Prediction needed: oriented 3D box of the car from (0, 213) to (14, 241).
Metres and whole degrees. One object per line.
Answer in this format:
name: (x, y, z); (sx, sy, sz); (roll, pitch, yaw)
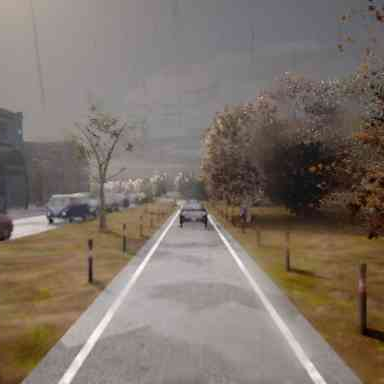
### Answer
car: (-9.052, 1.450, 13.469); (2.002, 1.452, 4.674); (0, 0, 0)

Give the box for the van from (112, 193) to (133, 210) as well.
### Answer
van: (-9.085, 1.215, 42.149); (1.878, 1.987, 4.442); (0, -1, -2)

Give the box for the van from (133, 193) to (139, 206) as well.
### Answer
van: (-9.249, 1.230, 52.100); (1.878, 1.987, 4.442); (0, -1, -2)

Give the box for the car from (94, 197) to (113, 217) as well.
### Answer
car: (-9.070, 1.419, 30.126); (2.231, 1.521, 4.892); (0, -1, -2)

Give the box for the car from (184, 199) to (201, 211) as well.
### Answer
car: (0.103, 1.580, 41.442); (1.994, 1.385, 4.181); (0, 0, 0)

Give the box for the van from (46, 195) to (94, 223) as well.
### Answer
van: (-9.069, 1.205, 24.441); (1.878, 1.987, 4.442); (0, 0, 2)

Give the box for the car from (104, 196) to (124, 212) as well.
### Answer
car: (-9.075, 1.459, 35.637); (2.163, 1.488, 4.792); (0, -1, -2)

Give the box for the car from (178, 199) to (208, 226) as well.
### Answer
car: (0.102, 1.475, 23.015); (2.128, 1.511, 4.902); (0, 0, 0)

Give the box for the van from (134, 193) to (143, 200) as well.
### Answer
van: (-14.491, 1.302, 90.743); (1.878, 1.987, 4.442); (1, -2, -16)
